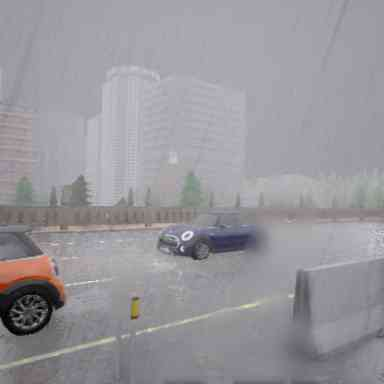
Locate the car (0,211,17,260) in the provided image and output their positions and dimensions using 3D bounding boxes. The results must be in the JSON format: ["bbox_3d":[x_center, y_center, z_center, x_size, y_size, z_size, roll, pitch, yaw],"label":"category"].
[{"bbox_3d":[-8.569,1.487,10.778,4.902,1.511,2.128,1,0,-36],"label":"car"}]

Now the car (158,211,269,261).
[{"bbox_3d":[0.909,1.558,13.241,4.553,1.767,2.097,2,-1,-35],"label":"car"}]

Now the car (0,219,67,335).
[{"bbox_3d":[-4.455,1.346,5.114,4.553,1.767,2.097,0,0,-36],"label":"car"}]
